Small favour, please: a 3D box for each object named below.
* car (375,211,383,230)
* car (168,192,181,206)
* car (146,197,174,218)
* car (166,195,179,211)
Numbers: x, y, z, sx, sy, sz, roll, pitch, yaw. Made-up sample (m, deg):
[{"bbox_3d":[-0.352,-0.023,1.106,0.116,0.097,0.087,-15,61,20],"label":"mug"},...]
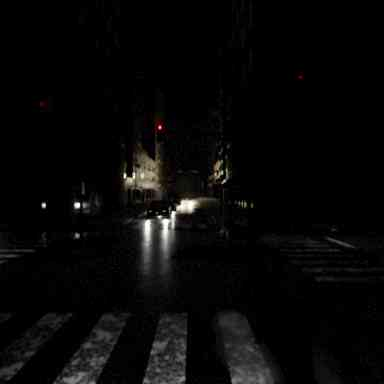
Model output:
[{"bbox_3d":[12.330,1.263,17.219,5.009,1.841,2.192,0,0,0],"label":"car"},{"bbox_3d":[-2.881,1.124,52.692,2.150,2.045,5.566,0,1,1],"label":"car"},{"bbox_3d":[-2.879,1.463,29.606,1.837,1.490,4.892,0,0,0],"label":"car"},{"bbox_3d":[-2.882,1.466,39.473,1.812,1.442,4.674,0,0,0],"label":"car"}]
